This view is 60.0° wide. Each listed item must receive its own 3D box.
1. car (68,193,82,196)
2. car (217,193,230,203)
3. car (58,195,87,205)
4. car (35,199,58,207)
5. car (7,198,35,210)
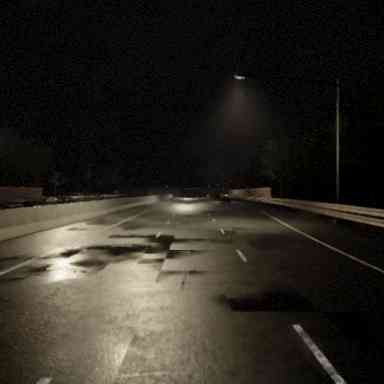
[{"bbox_3d":[-24.481,1.241,69.542,2.150,2.045,5.566,0,0,0],"label":"car"},{"bbox_3d":[7.020,1.498,71.730,1.882,1.535,5.008,0,0,0],"label":"car"},{"bbox_3d":[-14.070,1.511,40.423,1.837,1.490,4.892,0,0,0],"label":"car"},{"bbox_3d":[-17.558,1.572,42.152,1.994,1.385,4.181,0,0,0],"label":"car"},{"bbox_3d":[-21.060,1.485,41.491,1.882,1.535,5.008,0,0,0],"label":"car"}]
